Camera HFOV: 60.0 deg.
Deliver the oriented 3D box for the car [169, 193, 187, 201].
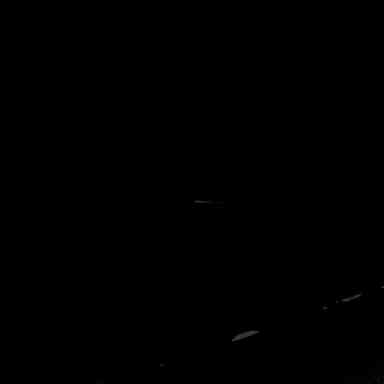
[{"bbox_3d":[-2.134,0.881,59.838,1.895,1.301,4.718,-1,1,-35],"label":"car"}]
